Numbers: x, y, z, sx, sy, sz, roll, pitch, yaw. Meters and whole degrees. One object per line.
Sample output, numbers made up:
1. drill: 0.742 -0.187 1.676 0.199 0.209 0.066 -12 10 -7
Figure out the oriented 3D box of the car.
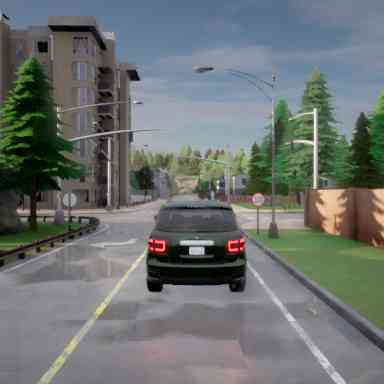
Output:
1. car: 0.095 1.221 9.060 2.150 2.045 5.566 0 0 0
